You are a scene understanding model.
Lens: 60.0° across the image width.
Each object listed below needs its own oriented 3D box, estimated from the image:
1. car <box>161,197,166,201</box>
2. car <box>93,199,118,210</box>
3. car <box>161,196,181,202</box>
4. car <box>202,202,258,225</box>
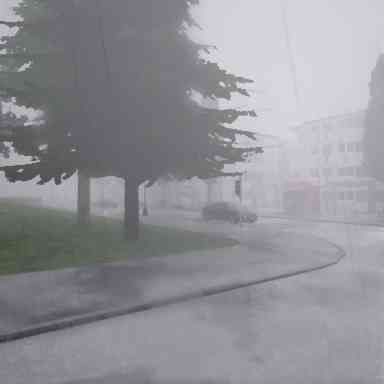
[{"bbox_3d":[-5.277,1.515,83.150,4.536,1.218,1.853,0,0,-6],"label":"car"},{"bbox_3d":[-11.532,1.601,44.403,1.895,1.301,4.718,0,0,-35],"label":"car"},{"bbox_3d":[-5.226,1.672,83.155,4.974,1.542,2.038,0,0,-6],"label":"car"},{"bbox_3d":[2.691,1.504,24.409,1.837,1.490,4.892,0,0,-36],"label":"car"}]
